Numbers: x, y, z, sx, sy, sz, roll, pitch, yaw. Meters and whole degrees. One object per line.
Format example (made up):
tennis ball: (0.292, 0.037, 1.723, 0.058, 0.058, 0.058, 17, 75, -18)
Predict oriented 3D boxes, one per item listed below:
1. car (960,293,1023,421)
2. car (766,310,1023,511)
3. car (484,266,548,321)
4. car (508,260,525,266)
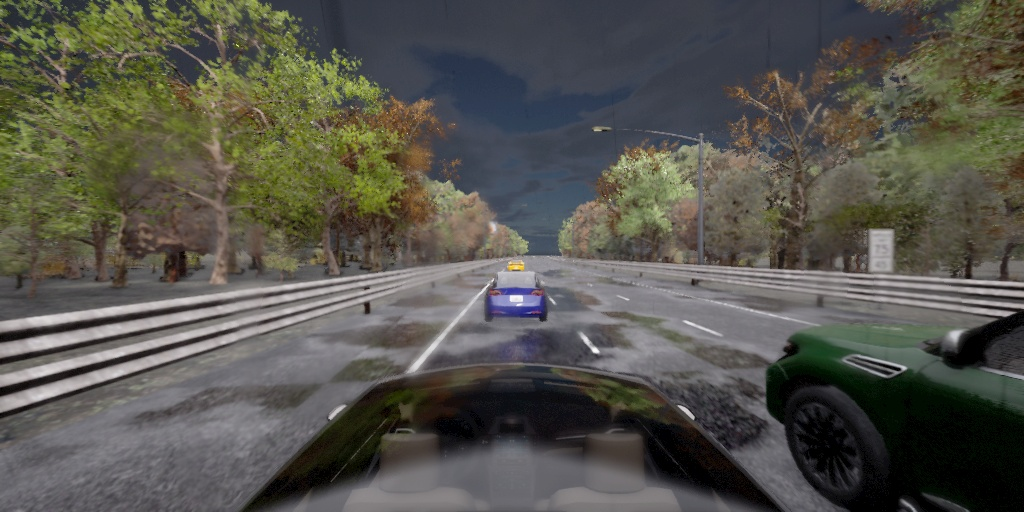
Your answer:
car: (7.107, 1.257, 2.502, 1.837, 1.490, 4.892, 0, 0, 0)
car: (3.603, 0.972, 1.176, 2.150, 2.045, 5.566, 0, 0, 0)
car: (0.137, 1.253, 12.497, 2.163, 1.488, 4.792, 0, 0, 0)
car: (0.536, 1.223, 43.887, 1.882, 1.535, 5.008, 0, 0, 1)
